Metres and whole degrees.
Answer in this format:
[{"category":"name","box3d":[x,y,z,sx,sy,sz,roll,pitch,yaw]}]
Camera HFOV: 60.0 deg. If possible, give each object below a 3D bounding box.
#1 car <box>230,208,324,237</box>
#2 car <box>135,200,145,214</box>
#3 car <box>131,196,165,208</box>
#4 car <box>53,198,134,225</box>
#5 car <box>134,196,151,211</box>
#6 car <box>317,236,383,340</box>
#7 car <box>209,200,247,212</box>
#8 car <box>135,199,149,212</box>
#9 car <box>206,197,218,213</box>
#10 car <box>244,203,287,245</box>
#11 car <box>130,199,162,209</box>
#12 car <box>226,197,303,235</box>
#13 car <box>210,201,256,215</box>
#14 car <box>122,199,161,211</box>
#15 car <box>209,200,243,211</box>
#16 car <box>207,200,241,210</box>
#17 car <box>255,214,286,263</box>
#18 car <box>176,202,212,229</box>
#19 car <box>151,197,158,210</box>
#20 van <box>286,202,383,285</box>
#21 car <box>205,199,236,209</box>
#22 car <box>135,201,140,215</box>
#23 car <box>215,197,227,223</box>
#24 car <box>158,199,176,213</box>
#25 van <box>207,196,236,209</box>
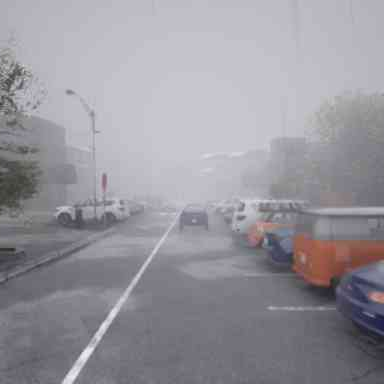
[{"category":"car","box3d":[4.705,1.678,19.010,4.792,1.488,2.163,0,0,0]},{"category":"car","box3d":[-7.630,1.823,34.478,4.674,1.452,2.002,0,-1,0]},{"category":"car","box3d":[-7.574,1.663,57.886,5.566,2.045,2.435,0,0,0]},{"category":"car","box3d":[-7.673,1.454,25.667,5.566,2.045,2.435,0,0,0]},{"category":"car","box3d":[-7.657,1.709,40.356,4.553,1.767,2.185,0,-1,0]},{"category":"car","box3d":[4.655,1.566,5.043,4.674,1.452,2.002,0,-1,0]},{"category":"car","box3d":[4.703,1.872,44.277,4.892,1.521,2.231,0,0,0]},{"category":"car","box3d":[-7.659,1.839,37.417,4.792,1.488,2.163,0,-1,0]},{"category":"car","box3d":[4.670,1.545,35.774,5.566,2.045,2.435,0,-1,0]},{"category":"car","box3d":[4.638,1.474,13.425,4.553,1.767,2.185,0,-1,0]},{"category":"car","box3d":[-7.612,1.936,54.942,5.008,1.535,2.097,0,0,0]},{"category":"car","box3d":[4.700,1.373,16.221,5.566,2.045,2.435,0,-1,0]},{"category":"car","box3d":[4.696,1.820,38.566,5.008,1.535,2.097,0,0,0]},{"category":"car","box3d":[-7.429,1.909,49.170,5.366,1.575,1.946,0,-1,0]},{"category":"car","box3d":[4.715,1.934,46.947,4.674,1.452,2.002,0,-1,0]},{"category":"car","box3d":[4.723,1.920,49.737,4.892,1.521,2.231,0,0,0]},{"category":"car","box3d":[4.693,1.605,10.632,4.792,1.488,2.163,0,-1,0]},{"category":"car","box3d":[0.132,1.683,23.275,1.882,1.535,5.008,0,-1,0]},{"category":"car","box3d":[-7.803,1.883,46.231,5.366,1.575,1.946,0,0,0]},{"category":"van","box3d":[4.778,1.325,7.838,4.442,1.987,1.878,0,-1,0]},{"category":"car","box3d":[4.718,1.936,55.340,4.892,1.521,2.231,0,1,0]},{"category":"car","box3d":[-7.635,1.796,31.415,4.674,1.452,2.002,0,-1,0]},{"category":"car","box3d":[4.722,1.623,30.311,4.553,1.767,2.185,0,-1,0]},{"category":"car","box3d":[-3.030,1.908,43.471,1.812,1.442,4.674,0,-1,0]},{"category":"van","box3d":[4.604,1.712,52.533,4.442,1.987,1.878,0,0,0]}]
